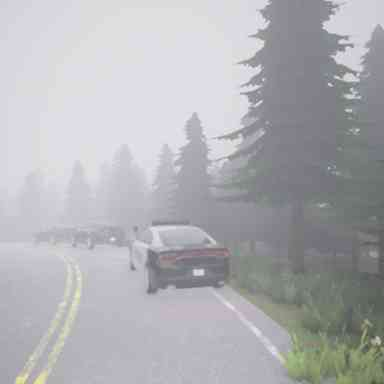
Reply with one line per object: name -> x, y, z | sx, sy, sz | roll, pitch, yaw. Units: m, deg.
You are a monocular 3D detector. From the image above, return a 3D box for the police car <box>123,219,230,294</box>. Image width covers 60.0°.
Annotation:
police car -> -0.645, 1.612, 9.537 | 1.930, 1.638, 5.238 | 0, -2, -18

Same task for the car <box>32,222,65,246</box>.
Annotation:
car -> -9.757, 2.970, 23.906 | 5.008, 1.535, 1.882 | -7, -6, 43

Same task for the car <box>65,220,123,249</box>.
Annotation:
car -> -5.483, 2.397, 19.049 | 1.837, 1.490, 4.892 | 1, -6, -36
